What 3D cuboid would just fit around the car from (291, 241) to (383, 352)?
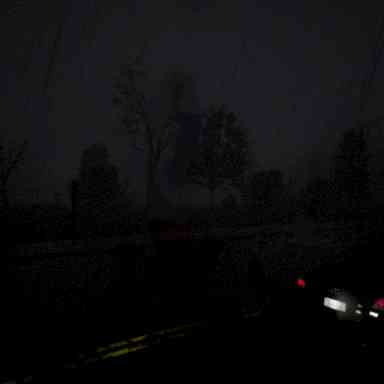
[{"bbox_3d":[3.723,1.604,5.935,4.181,1.385,1.994,0,0,-34],"label":"car"}]
